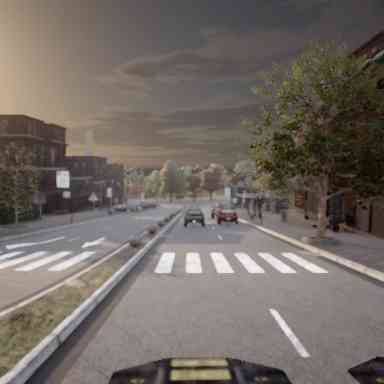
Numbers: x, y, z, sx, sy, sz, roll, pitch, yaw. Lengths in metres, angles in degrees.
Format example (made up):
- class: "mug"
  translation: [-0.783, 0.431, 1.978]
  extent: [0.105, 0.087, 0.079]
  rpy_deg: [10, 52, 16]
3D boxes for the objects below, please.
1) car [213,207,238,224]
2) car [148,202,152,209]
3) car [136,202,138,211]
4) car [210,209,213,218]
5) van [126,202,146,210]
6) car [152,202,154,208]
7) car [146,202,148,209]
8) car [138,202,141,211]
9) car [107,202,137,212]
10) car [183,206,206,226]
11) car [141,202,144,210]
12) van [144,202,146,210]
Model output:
- class: "car"
  translation: [3.478, 2.402, 33.587]
  extent: [1.882, 1.535, 5.008]
  rpy_deg: [0, -1, 1]
- class: "car"
  translation: [-13.585, 3.733, 84.690]
  extent: [4.892, 1.521, 2.231]
  rpy_deg: [0, -1, -20]
- class: "car"
  translation: [-13.683, 3.123, 66.408]
  extent: [4.553, 1.767, 2.185]
  rpy_deg: [0, -2, -20]
- class: "car"
  translation: [3.554, 2.779, 45.442]
  extent: [1.812, 1.442, 4.674]
  rpy_deg: [0, -2, 1]
- class: "van"
  translation: [-13.711, 3.426, 81.606]
  extent: [4.442, 1.987, 1.878]
  rpy_deg: [0, -1, -20]
- class: "car"
  translation: [-13.607, 3.562, 87.726]
  extent: [5.566, 2.045, 2.435]
  rpy_deg: [0, -1, -20]
- class: "car"
  translation: [-13.583, 3.444, 78.609]
  extent: [4.553, 1.767, 2.185]
  rpy_deg: [0, -1, -20]
- class: "car"
  translation: [-13.673, 3.357, 69.446]
  extent: [4.792, 1.488, 2.163]
  rpy_deg: [0, -1, -20]
- class: "car"
  translation: [-13.641, 3.170, 63.362]
  extent: [4.892, 1.521, 2.231]
  rpy_deg: [0, -1, -20]
- class: "car"
  translation: [0.231, 2.354, 31.103]
  extent: [1.837, 1.490, 4.892]
  rpy_deg: [0, -2, 1]
- class: "car"
  translation: [-13.810, 3.405, 72.441]
  extent: [5.366, 1.575, 1.946]
  rpy_deg: [0, -1, -20]
- class: "van"
  translation: [-13.518, 3.263, 75.604]
  extent: [4.442, 1.987, 1.878]
  rpy_deg: [0, -2, -20]
